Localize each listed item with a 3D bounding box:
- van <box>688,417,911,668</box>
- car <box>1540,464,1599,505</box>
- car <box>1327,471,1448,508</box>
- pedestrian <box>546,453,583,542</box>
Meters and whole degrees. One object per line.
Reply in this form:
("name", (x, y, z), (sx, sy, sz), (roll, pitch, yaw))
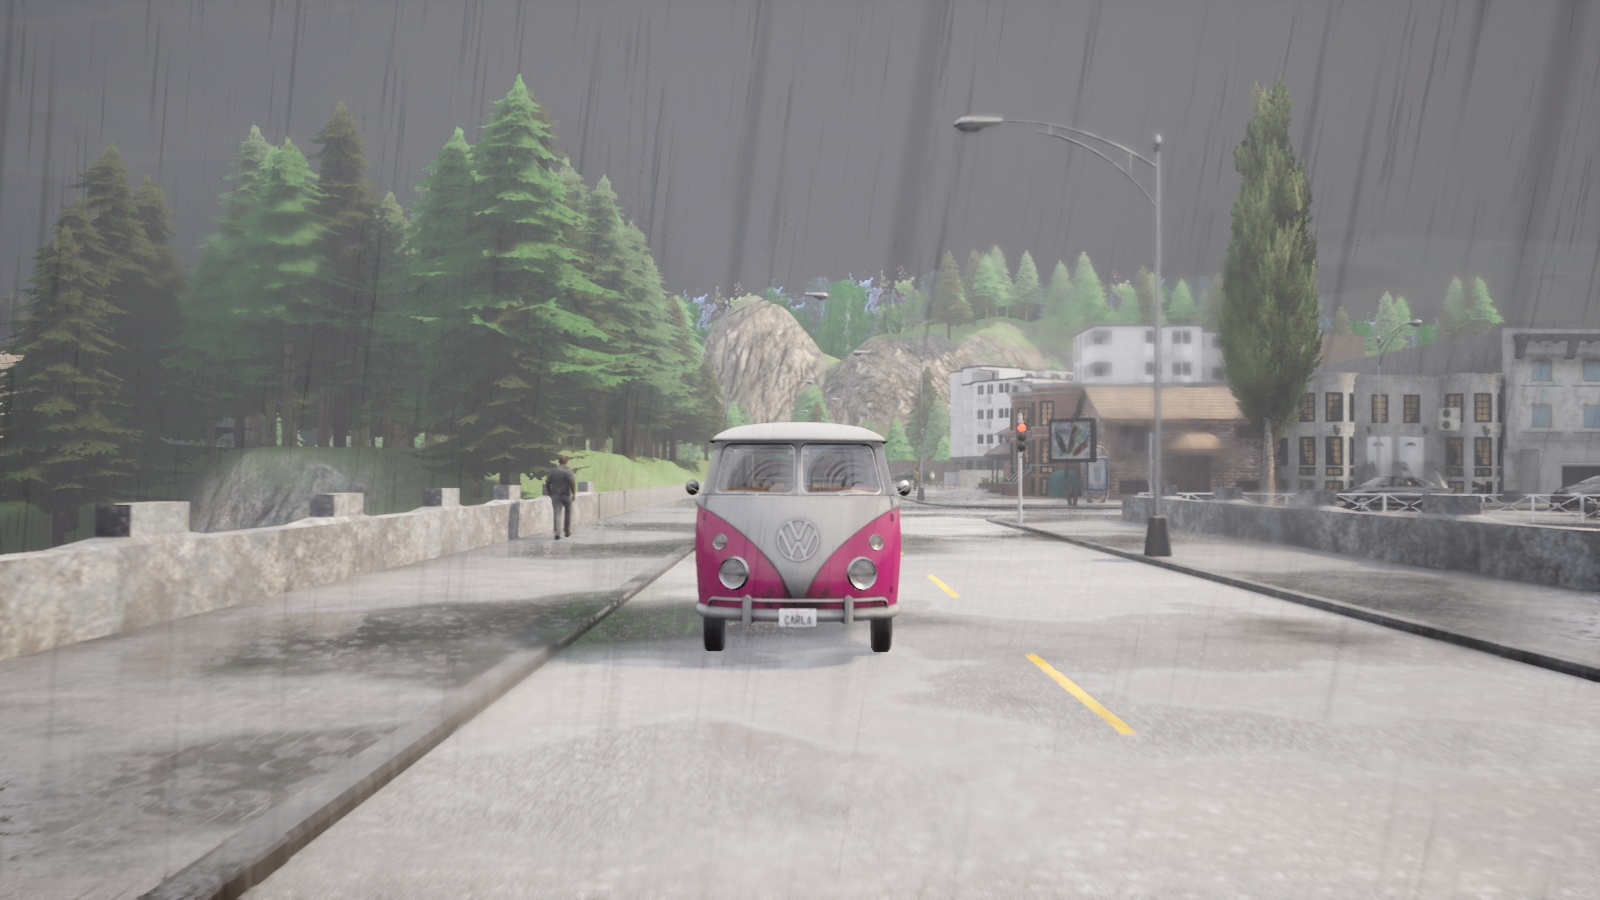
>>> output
("van", (-0.007, 0.780, 12.231), (1.775, 1.987, 4.442), (0, -1, 0))
("car", (33.774, 1.431, 52.257), (4.611, 1.667, 2.242), (0, -1, 0))
("car", (24.397, 1.635, 52.241), (4.193, 1.474, 1.816), (0, -1, 0))
("pedestrian", (-5.024, 1.005, 26.778), (0.563, 1.883, 0.849), (0, -1, 5))
